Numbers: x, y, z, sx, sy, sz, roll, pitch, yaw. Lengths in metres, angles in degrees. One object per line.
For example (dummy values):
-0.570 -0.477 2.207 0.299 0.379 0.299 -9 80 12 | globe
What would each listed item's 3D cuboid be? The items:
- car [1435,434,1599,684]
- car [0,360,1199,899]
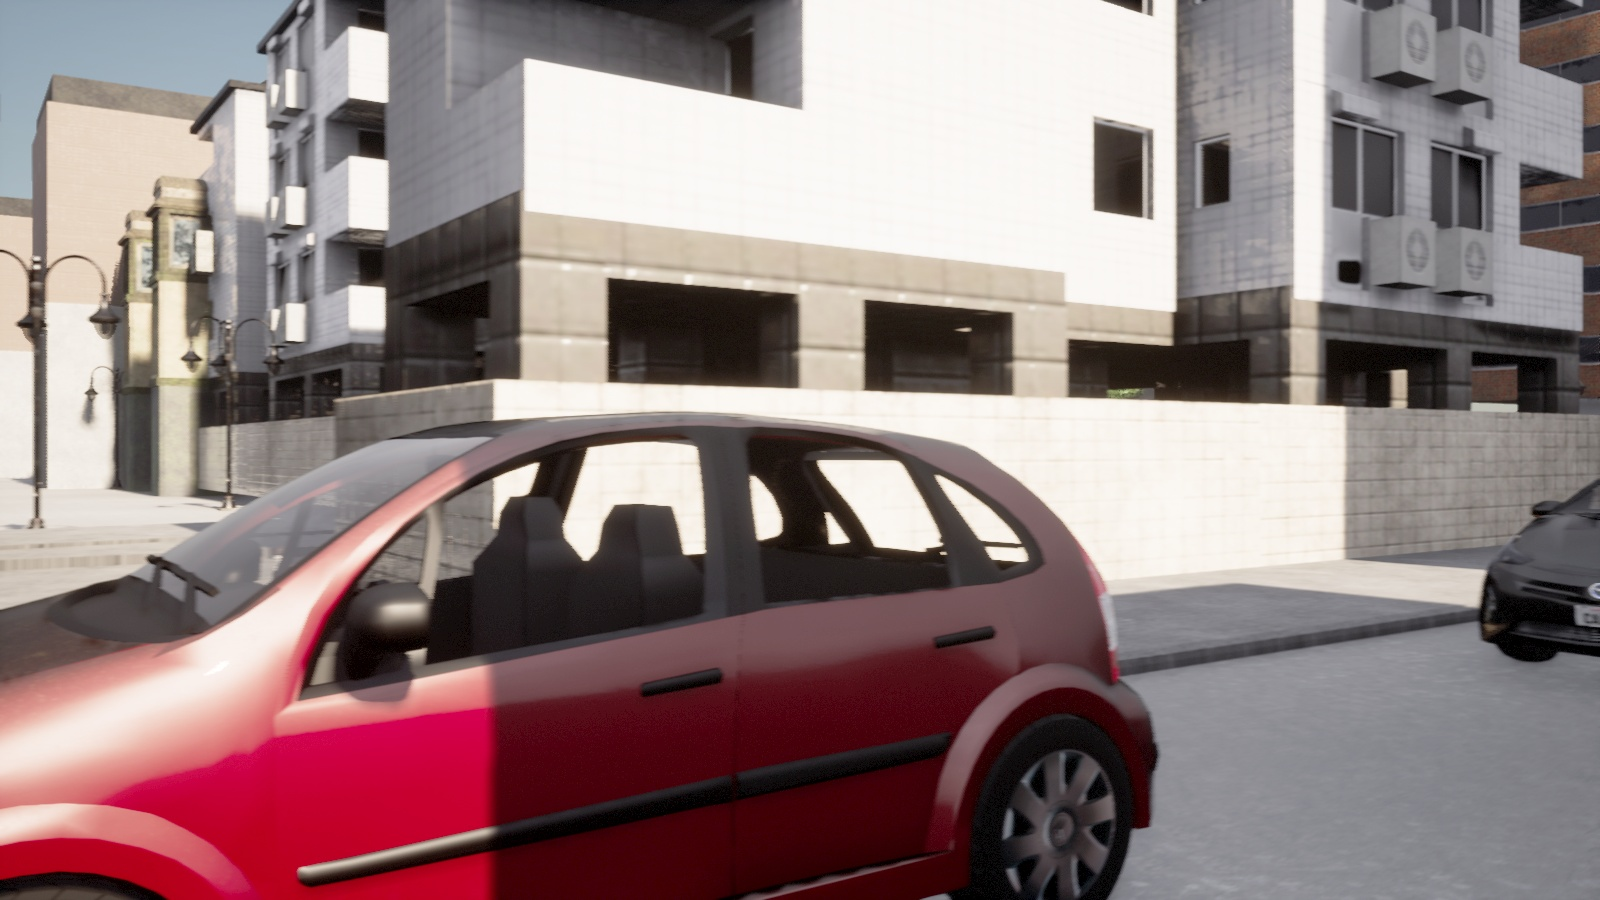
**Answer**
6.711 0.654 8.942 4.514 1.525 2.007 0 0 -35 | car
-0.890 0.649 3.649 3.988 1.617 1.851 0 0 -35 | car
